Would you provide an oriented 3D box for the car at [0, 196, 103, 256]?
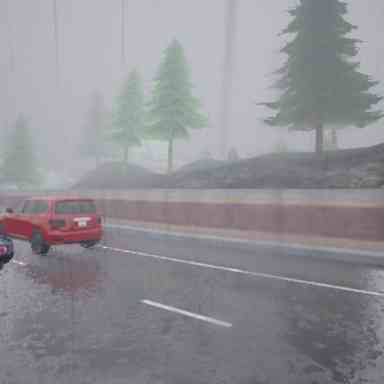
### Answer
[{"bbox_3d":[-5.816,1.182,13.284,5.566,2.045,2.150,0,0,41],"label":"car"}]

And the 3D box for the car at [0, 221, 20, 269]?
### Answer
[{"bbox_3d":[-7.134,1.559,9.802,4.718,1.301,1.895,0,0,40],"label":"car"}]
